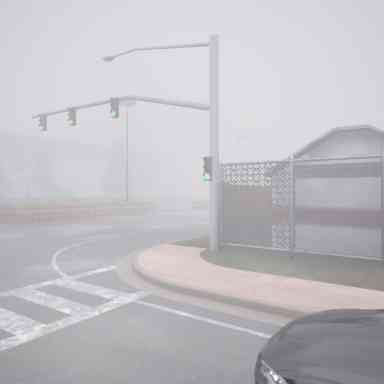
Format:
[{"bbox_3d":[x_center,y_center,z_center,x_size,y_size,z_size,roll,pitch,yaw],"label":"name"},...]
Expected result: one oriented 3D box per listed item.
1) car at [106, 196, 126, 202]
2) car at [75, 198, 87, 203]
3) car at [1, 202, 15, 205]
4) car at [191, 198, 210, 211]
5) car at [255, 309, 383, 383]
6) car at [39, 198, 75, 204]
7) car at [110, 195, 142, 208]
[{"bbox_3d":[-9.787,1.547,42.562,2.033,1.411,5.357,0,0,34],"label":"car"},{"bbox_3d":[-15.129,1.505,40.870,1.837,1.490,4.892,0,0,34],"label":"car"},{"bbox_3d":[-20.372,1.547,33.028,2.033,1.411,5.357,0,0,34],"label":"car"},{"bbox_3d":[1.875,1.478,40.765,1.882,1.535,5.008,0,0,34],"label":"car"},{"bbox_3d":[2.771,1.491,2.016,4.902,1.511,2.128,0,0,36],"label":"car"},{"bbox_3d":[-14.946,1.564,34.849,1.994,1.385,4.181,0,0,34],"label":"car"},{"bbox_3d":[-9.682,1.352,49.006,2.097,1.767,4.553,0,0,34],"label":"car"}]
